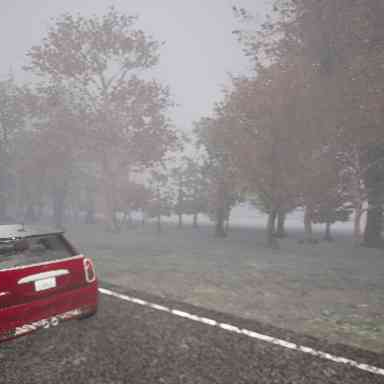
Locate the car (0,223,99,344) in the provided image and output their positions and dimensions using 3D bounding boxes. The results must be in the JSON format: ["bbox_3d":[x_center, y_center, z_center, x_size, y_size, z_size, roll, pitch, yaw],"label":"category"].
[{"bbox_3d":[-3.802,1.395,6.238,4.553,1.767,2.097,-1,0,39],"label":"car"}]
